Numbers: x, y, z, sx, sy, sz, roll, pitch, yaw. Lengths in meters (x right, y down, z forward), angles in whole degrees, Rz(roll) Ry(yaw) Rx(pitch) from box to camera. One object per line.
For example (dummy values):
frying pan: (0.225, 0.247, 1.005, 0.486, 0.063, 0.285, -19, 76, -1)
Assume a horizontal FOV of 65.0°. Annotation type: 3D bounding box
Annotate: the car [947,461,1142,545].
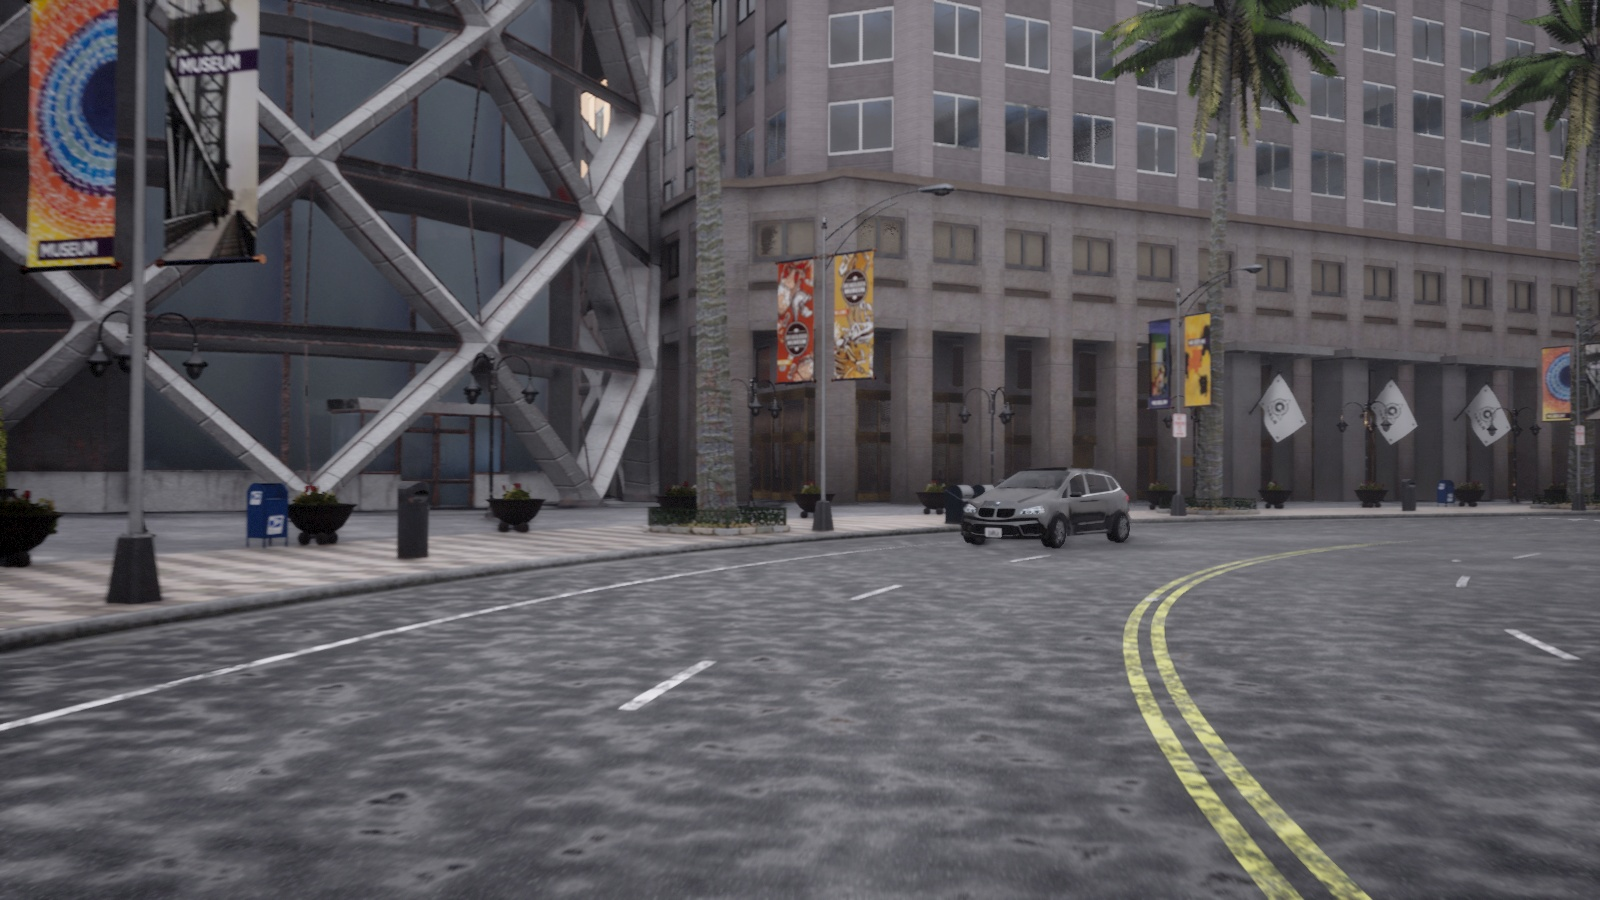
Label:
car: (5.444, 1.103, 27.565, 2.242, 1.667, 4.611, -1, -1, 40)
